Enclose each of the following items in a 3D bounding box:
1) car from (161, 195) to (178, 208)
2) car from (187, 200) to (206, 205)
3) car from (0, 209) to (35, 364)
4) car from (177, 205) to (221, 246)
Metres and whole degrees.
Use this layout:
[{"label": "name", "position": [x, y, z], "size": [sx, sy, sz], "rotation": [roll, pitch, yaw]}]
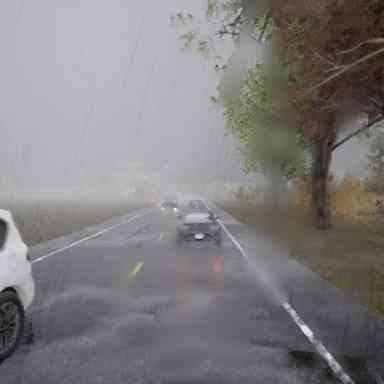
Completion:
[{"label": "car", "position": [-3.093, 1.279, 46.942], "size": [2.097, 1.767, 4.553], "rotation": [0, 0, 1]}, {"label": "car", "position": [0.454, 1.507, 33.426], "size": [2.033, 1.411, 5.357], "rotation": [0, 0, 0]}, {"label": "car", "position": [-3.517, 1.219, 2.885], "size": [2.150, 2.045, 5.566], "rotation": [0, 0, 1]}, {"label": "car", "position": [0.305, 1.518, 15.024], "size": [1.812, 1.442, 4.674], "rotation": [0, 0, 1]}]
